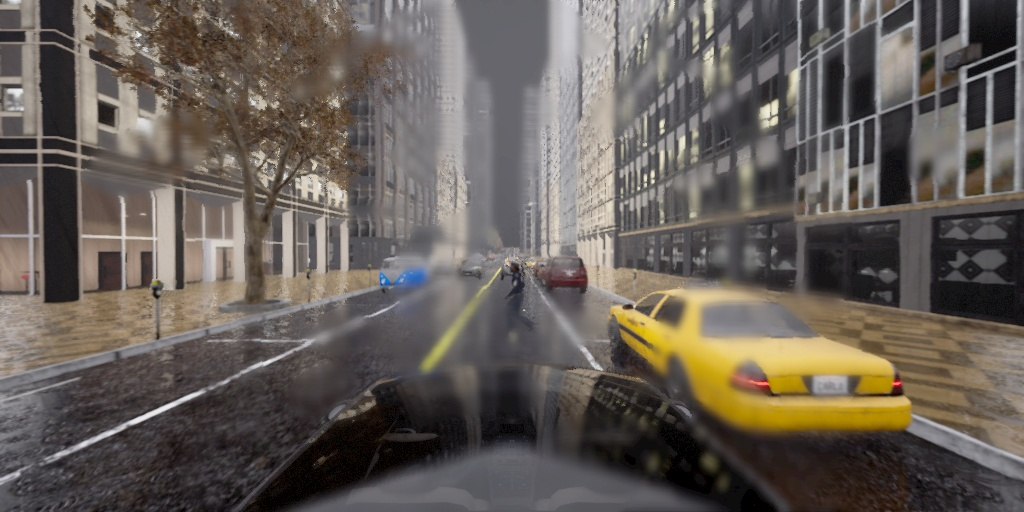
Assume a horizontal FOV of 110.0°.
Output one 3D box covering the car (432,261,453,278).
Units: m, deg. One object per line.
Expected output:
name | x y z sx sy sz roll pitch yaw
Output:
car | -5.688 1.076 30.449 2.007 1.370 4.403 0 0 0

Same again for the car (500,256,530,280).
car | 0.071 1.032 28.758 2.128 1.511 4.902 0 1 0

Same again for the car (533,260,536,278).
car | 2.691 1.097 24.918 1.751 1.417 4.829 0 0 0

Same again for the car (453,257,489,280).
car | -3.093 1.051 27.969 1.837 1.490 4.892 0 0 0

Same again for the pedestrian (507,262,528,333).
pedestrian | 0.131 0.989 8.922 0.375 1.860 0.375 0 1 0

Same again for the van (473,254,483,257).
van | -5.686 0.627 58.943 1.690 1.789 3.998 0 0 0

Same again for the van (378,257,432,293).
van | -5.690 0.957 19.056 1.690 1.789 3.998 0 0 0

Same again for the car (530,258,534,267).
car | 2.692 1.071 30.446 1.888 1.381 4.507 0 0 0

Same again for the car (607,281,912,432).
car | 3.000 1.174 5.935 1.801 1.575 5.366 0 0 0

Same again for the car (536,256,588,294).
car | 2.691 0.931 19.051 2.192 1.841 5.009 0 0 0
